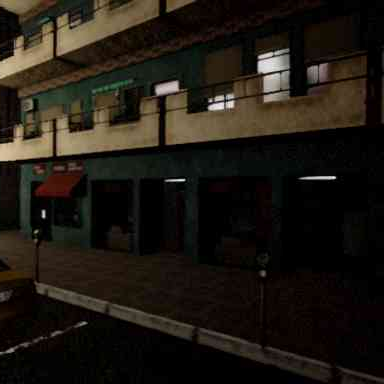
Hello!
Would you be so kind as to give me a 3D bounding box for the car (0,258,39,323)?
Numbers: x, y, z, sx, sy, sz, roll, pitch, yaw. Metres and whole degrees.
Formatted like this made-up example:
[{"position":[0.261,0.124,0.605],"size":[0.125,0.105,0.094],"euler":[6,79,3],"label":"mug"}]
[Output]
[{"position":[-4.819,1.576,6.307],"size":[4.829,1.417,1.752],"euler":[0,1,36],"label":"car"}]
